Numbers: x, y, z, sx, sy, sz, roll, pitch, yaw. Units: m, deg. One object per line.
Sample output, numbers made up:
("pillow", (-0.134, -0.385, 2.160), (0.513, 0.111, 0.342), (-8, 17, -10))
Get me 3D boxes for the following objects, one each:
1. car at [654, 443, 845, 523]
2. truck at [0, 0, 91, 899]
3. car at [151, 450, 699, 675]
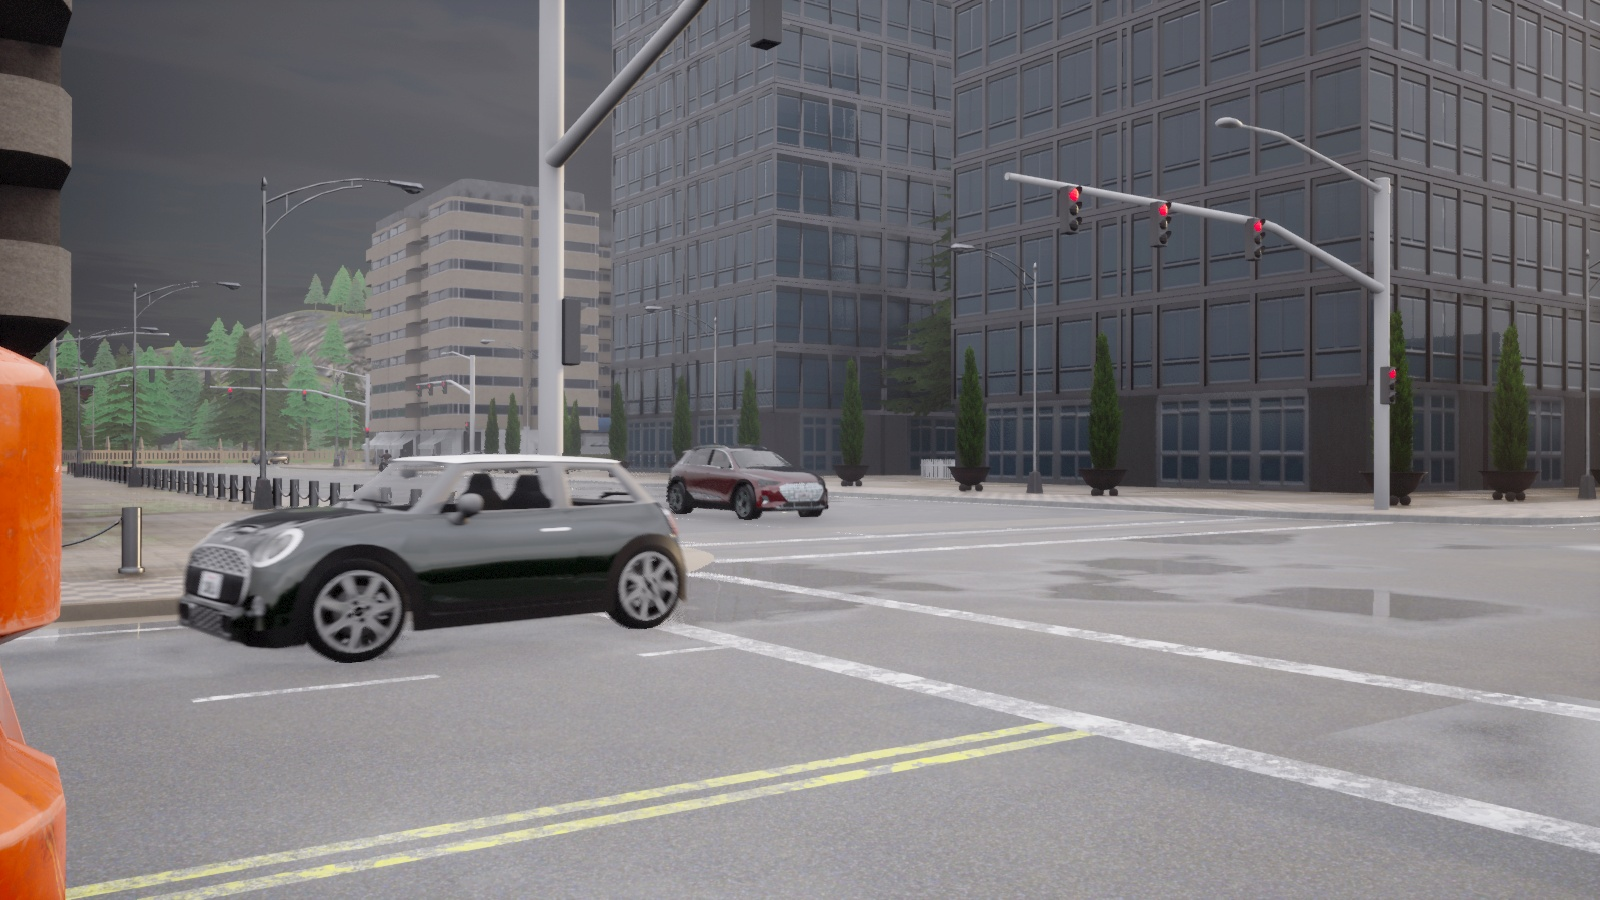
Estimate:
("car", (-1.250, 0.692, 28.487), (2.033, 1.649, 4.856), (0, 0, -35))
("truck", (-4.853, -0.226, 0.292), (7.936, 3.462, 2.891), (0, 0, -35))
("car", (-2.942, 0.742, 10.252), (3.806, 1.475, 1.970), (0, 0, -42))
